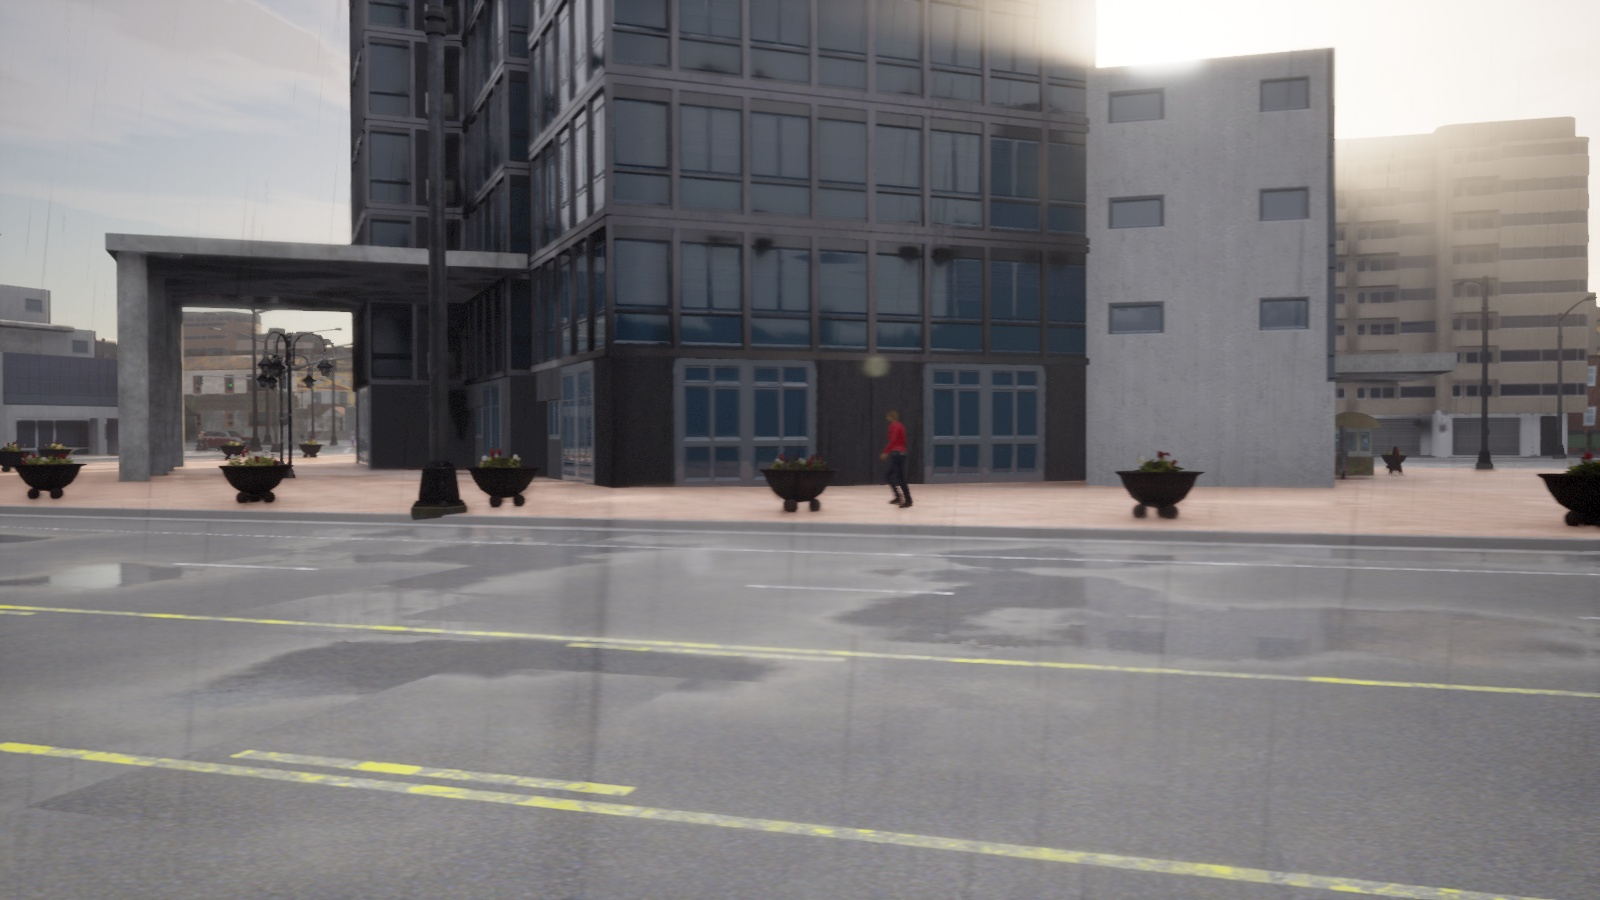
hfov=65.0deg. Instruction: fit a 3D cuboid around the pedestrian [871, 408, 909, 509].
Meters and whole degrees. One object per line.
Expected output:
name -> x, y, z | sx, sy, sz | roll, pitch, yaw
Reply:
pedestrian -> 1.658, 0.148, 23.116 | 0.636, 1.846, 0.331 | 1, 1, 20
